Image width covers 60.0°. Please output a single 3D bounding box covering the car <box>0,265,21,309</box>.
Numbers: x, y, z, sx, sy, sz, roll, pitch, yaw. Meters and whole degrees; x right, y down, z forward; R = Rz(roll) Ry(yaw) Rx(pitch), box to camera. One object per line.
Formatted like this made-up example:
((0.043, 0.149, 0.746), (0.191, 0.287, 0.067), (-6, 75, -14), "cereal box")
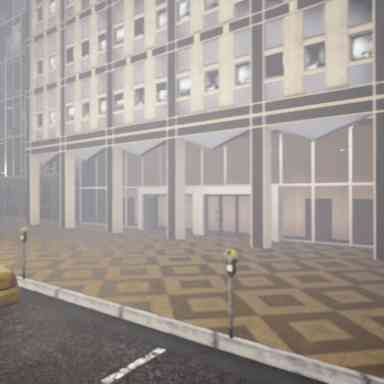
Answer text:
((-5.306, 1.547, 6.659), (4.829, 1.417, 1.752), (0, 0, 35), "car")
